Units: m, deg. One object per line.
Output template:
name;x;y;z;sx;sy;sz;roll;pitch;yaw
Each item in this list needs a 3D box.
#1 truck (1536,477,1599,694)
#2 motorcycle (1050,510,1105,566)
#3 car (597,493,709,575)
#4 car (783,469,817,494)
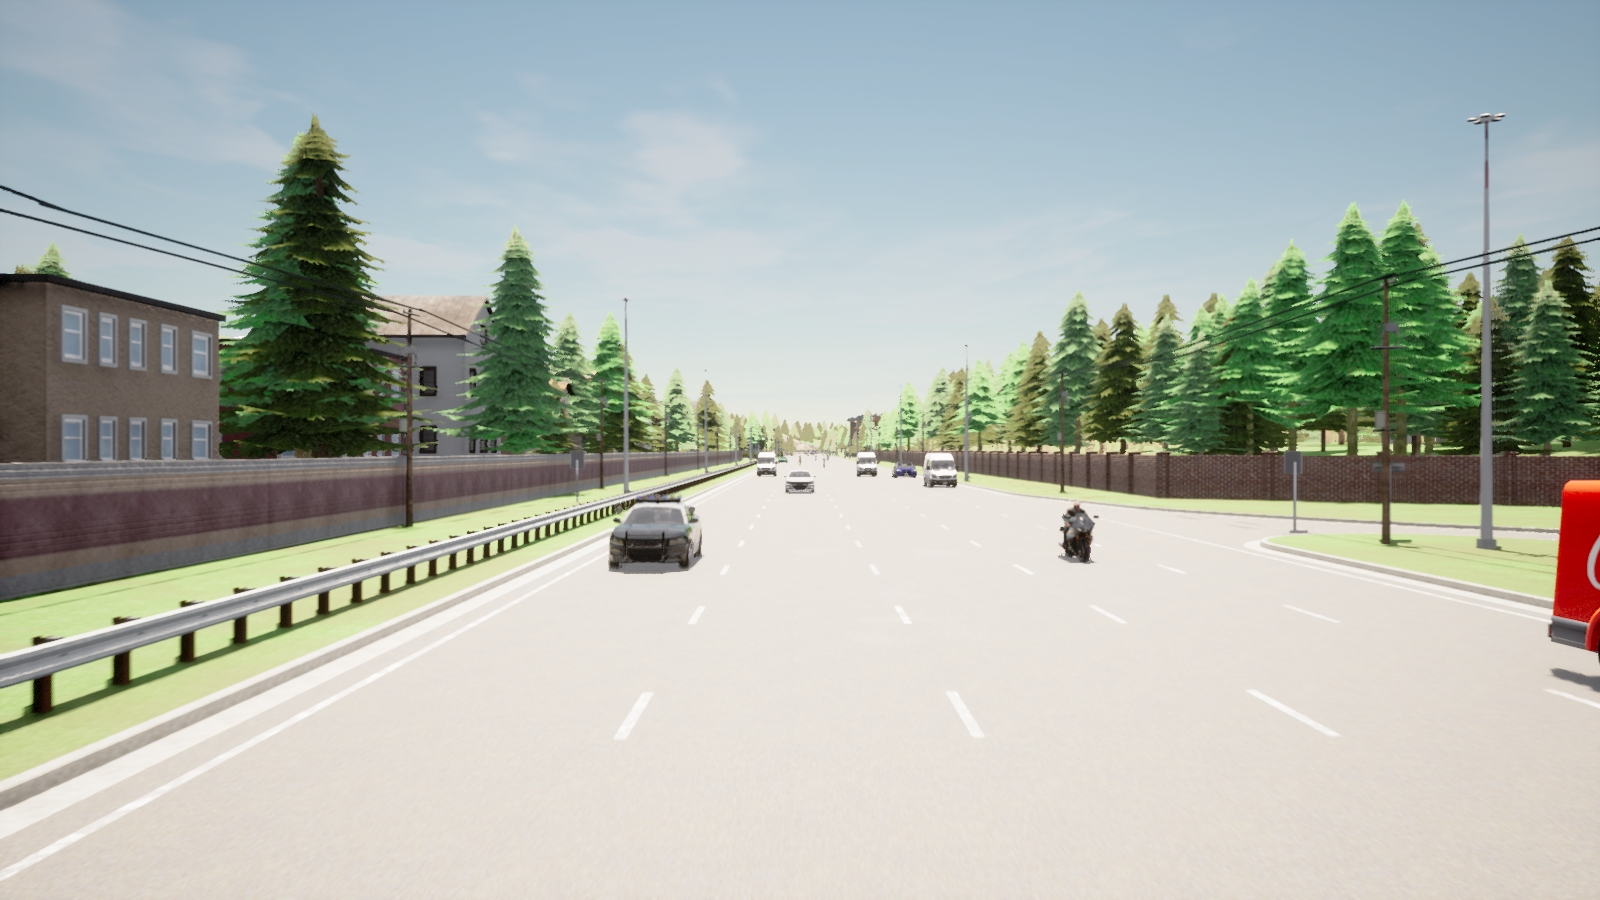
truck;10.499;1.568;11.656;2.627;2.467;5.204;0;0;0
motorcycle;6.999;2.205;28.945;0.867;1.251;2.209;0;0;0
car;-3.501;1.982;28.249;2.097;1.638;5.238;0;0;0
car;-0.004;2.034;74.805;2.097;1.535;5.006;0;0;0
